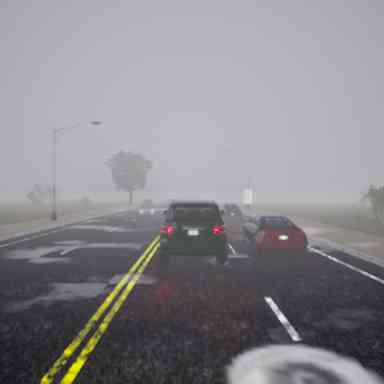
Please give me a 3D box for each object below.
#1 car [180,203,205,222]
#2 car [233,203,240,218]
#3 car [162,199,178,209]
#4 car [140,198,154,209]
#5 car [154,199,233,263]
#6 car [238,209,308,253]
[{"bbox_3d":[0.073,1.701,28.961,1.994,1.385,4.181,0,0,0],"label":"car"},{"bbox_3d":[3.323,1.665,29.516,1.812,1.442,4.674,0,0,0],"label":"car"},{"bbox_3d":[-3.332,1.782,50.366,2.033,1.411,5.357,0,0,0],"label":"car"},{"bbox_3d":[-6.577,1.712,50.343,1.882,1.535,5.008,0,0,0],"label":"car"},{"bbox_3d":[0.064,1.284,12.412,2.150,2.045,5.566,0,0,0],"label":"car"},{"bbox_3d":[3.322,1.632,14.040,1.994,1.385,4.181,0,0,0],"label":"car"}]
